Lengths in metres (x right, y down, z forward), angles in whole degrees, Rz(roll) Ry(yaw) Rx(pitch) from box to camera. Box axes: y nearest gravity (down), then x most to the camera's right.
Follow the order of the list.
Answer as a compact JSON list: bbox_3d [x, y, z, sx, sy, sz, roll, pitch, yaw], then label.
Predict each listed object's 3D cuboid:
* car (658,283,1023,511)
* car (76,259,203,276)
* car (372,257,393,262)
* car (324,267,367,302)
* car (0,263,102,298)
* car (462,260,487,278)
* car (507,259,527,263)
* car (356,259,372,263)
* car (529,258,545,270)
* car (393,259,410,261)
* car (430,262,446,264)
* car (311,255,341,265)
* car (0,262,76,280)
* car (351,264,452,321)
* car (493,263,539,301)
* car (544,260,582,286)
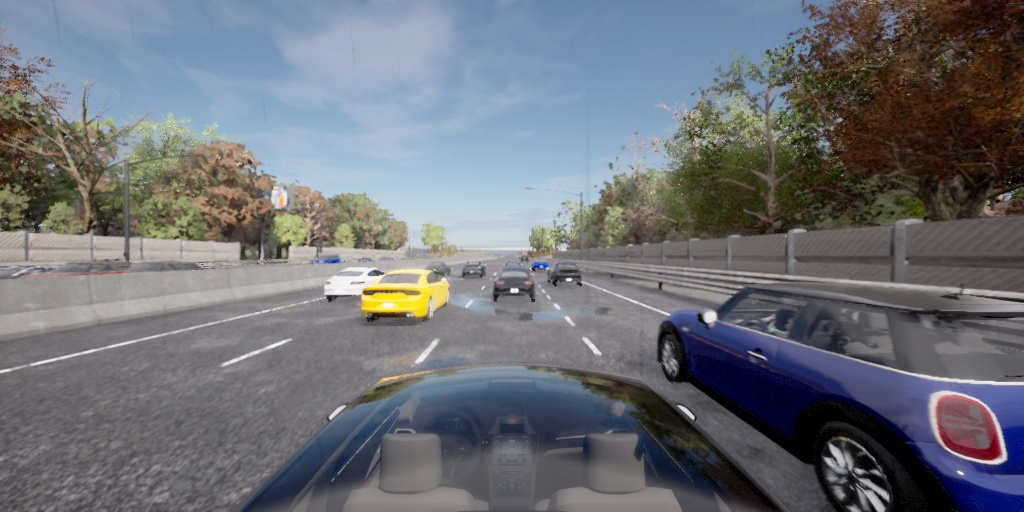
[{"bbox_3d":[3.502,1.087,4.214,2.097,1.767,4.553,0,0,0],"label":"car"},{"bbox_3d":[-17.603,1.054,17.693,2.097,1.767,4.553,0,0,0],"label":"car"},{"bbox_3d":[-21.054,0.944,59.839,2.097,1.767,4.553,0,0,0],"label":"car"},{"bbox_3d":[-6.899,1.231,16.630,1.812,1.442,4.674,0,0,0],"label":"car"},{"bbox_3d":[-24.602,1.192,18.130,2.128,1.511,4.902,0,0,0],"label":"car"},{"bbox_3d":[-3.403,1.151,32.940,2.128,1.511,4.902,0,0,0],"label":"car"},{"bbox_3d":[0.098,1.221,33.705,1.994,1.385,4.181,0,0,0],"label":"car"},{"bbox_3d":[-24.544,1.155,59.924,1.994,1.385,4.181,0,0,1],"label":"car"},{"bbox_3d":[3.492,1.105,45.066,1.882,1.535,5.008,0,0,0],"label":"car"},{"bbox_3d":[-17.550,1.139,59.760,2.033,1.411,5.357,0,0,1],"label":"car"},{"bbox_3d":[-6.902,1.221,33.656,1.994,1.385,4.181,0,0,0],"label":"car"},{"bbox_3d":[-28.060,0.823,54.356,2.150,2.045,5.566,0,0,1],"label":"car"},{"bbox_3d":[-21.102,1.054,17.703,2.097,1.767,4.553,0,0,0],"label":"car"},{"bbox_3d":[-3.400,1.195,12.316,1.882,1.535,5.008,0,0,0],"label":"car"},{"bbox_3d":[0.098,1.230,16.854,1.812,1.442,4.674,0,0,0],"label":"car"},{"bbox_3d":[3.495,1.186,24.416,1.837,1.490,4.892,0,0,0],"label":"car"}]
